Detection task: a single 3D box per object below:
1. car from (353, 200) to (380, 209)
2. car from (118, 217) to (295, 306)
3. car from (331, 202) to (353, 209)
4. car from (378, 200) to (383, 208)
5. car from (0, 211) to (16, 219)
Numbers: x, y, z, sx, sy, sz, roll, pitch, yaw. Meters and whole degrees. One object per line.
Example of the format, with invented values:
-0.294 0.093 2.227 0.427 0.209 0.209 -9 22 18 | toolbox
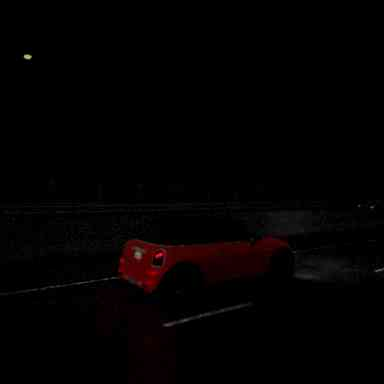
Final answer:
22.635 1.813 41.552 4.553 1.767 2.097 1 -1 -36 | car
0.552 1.420 8.443 4.553 1.767 2.097 1 -1 -36 | car
20.549 1.940 44.363 4.718 1.301 1.895 1 -1 -36 | car
23.928 2.020 38.185 4.902 1.511 2.128 1 -1 -35 | car
-11.676 1.534 17.174 4.674 1.442 1.812 1 -1 -35 | car
